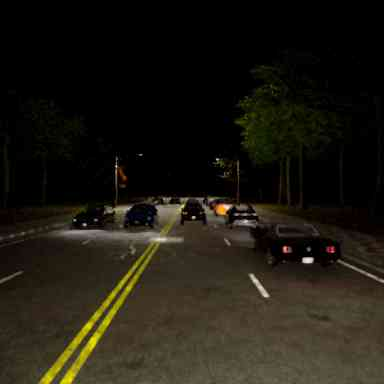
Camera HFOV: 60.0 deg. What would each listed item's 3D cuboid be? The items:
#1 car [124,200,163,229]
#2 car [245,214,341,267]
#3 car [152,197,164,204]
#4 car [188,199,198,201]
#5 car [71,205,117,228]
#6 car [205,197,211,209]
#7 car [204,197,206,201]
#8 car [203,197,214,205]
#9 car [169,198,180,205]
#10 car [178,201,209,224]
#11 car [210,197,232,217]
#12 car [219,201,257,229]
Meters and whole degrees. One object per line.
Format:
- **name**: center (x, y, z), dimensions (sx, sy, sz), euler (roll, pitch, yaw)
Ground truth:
- **car**: center (-3.344, 1.572, 22.671), dimensions (1.882, 1.535, 5.008), euler (0, 0, 0)
- **car**: center (3.252, 1.649, 11.553), dimensions (1.895, 1.301, 4.718), euler (0, 0, 0)
- **car**: center (-6.506, 1.696, 63.734), dimensions (2.128, 1.511, 4.902), euler (0, 0, 0)
- **car**: center (0.109, 1.708, 45.102), dimensions (2.033, 1.411, 5.357), euler (0, 0, 0)
- **car**: center (-6.595, 1.644, 23.095), dimensions (2.033, 1.411, 5.357), euler (0, 0, 0)
- **car**: center (3.259, 1.708, 44.522), dimensions (2.033, 1.411, 5.357), euler (0, 0, 0)
- **car**: center (3.261, 1.731, 55.521), dimensions (2.033, 1.411, 5.357), euler (0, 0, 0)
- **car**: center (3.263, 1.699, 66.521), dimensions (2.128, 1.511, 4.902), euler (0, 0, 0)
- **car**: center (-3.256, 1.764, 63.684), dimensions (1.994, 1.385, 4.181), euler (0, 0, 0)
- **car**: center (0.106, 1.631, 25.473), dimensions (1.812, 1.442, 4.674), euler (0, 0, 0)
- **car**: center (3.257, 1.485, 33.492), dimensions (2.097, 1.767, 4.553), euler (0, 0, 0)
- **car**: center (3.254, 1.586, 22.523), dimensions (2.128, 1.511, 4.902), euler (0, 0, 0)
